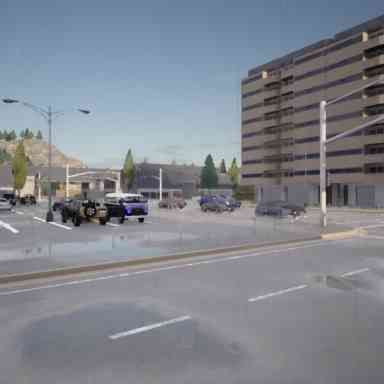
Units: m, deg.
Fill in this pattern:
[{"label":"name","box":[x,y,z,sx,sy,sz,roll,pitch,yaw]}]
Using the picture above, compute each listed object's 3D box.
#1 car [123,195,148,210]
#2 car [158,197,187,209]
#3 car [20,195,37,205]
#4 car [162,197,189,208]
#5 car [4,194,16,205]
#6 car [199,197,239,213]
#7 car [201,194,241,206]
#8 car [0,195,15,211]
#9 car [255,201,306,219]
[{"label":"car","box":[-8.857,1.656,53.596,1.895,1.301,4.718,0,0,-35]},{"label":"car","box":[-2.938,1.619,45.207,1.994,1.385,4.181,0,0,-35]},{"label":"car","box":[-27.275,1.209,55.347,1.932,1.855,4.605,0,0,-35]},{"label":"car","box":[-2.635,1.560,50.838,1.837,1.490,4.892,0,0,-35]},{"label":"car","box":[-29.671,1.212,53.722,1.905,1.878,3.866,0,0,-35]},{"label":"car","box":[2.832,1.619,37.091,1.994,1.385,4.181,0,0,-35]},{"label":"car","box":[3.201,1.277,42.606,2.150,2.045,5.566,0,0,-35]},{"label":"car","box":[-21.807,1.451,37.892,1.970,1.475,3.806,0,0,-35]},{"label":"car","box":[7.700,1.619,30.239,1.994,1.385,4.181,0,0,-35]}]
